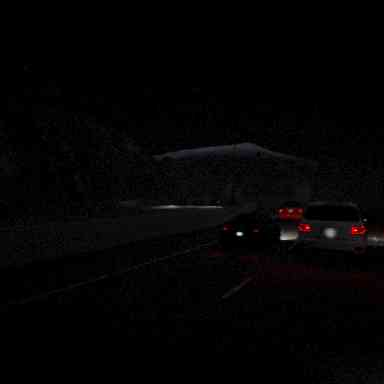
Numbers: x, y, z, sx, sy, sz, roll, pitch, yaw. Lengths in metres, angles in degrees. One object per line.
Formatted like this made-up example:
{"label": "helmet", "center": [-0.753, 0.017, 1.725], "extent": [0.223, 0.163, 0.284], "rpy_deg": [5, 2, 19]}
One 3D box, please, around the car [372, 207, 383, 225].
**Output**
{"label": "car", "center": [15.409, 1.887, 26.808], "extent": [1.994, 1.385, 4.181], "rpy_deg": [0, 0, 21]}

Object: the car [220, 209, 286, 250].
{"label": "car", "center": [2.805, 1.691, 15.327], "extent": [1.994, 1.385, 4.181], "rpy_deg": [0, 0, 26]}

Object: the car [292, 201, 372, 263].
{"label": "car", "center": [5.535, 1.362, 12.909], "extent": [2.150, 2.045, 5.566], "rpy_deg": [0, 0, 26]}

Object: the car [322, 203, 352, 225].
{"label": "car", "center": [12.161, 1.793, 28.104], "extent": [2.128, 1.511, 4.902], "rpy_deg": [0, 0, 21]}

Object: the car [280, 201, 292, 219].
{"label": "car", "center": [8.885, 1.628, 29.335], "extent": [2.097, 1.767, 4.553], "rpy_deg": [0, -1, 21]}
